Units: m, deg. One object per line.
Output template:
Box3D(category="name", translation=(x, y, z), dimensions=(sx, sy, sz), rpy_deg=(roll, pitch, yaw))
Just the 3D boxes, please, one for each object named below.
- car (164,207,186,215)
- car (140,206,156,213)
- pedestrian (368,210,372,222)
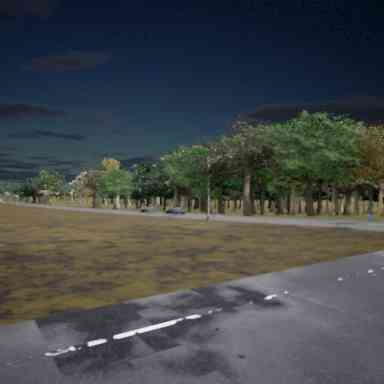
Box3D(category="car", translation=(-3.208, 3.499, 61.728), dimensions=(2.033, 1.411, 5.357), rpy_deg=(1, -2, -32))
Box3D(category="car", translation=(-9.436, 3.805, 71.066), dimensions=(2.128, 1.511, 4.902), rpy_deg=(1, -2, -33))
Box3D(category="pedestrian", translation=(18.820, 2.454, 35.210), dimensions=(0.375, 1.300, 0.375), rpy_deg=(-1, 1, -33))
